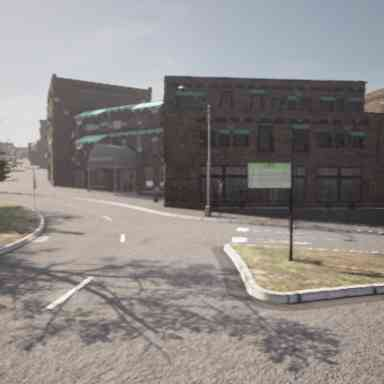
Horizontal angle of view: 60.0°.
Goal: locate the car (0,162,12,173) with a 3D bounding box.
[{"bbox_3d":[-47.567,-6.023,80.401,5.566,2.045,2.435,-2,8,-43],"label":"car"}]
